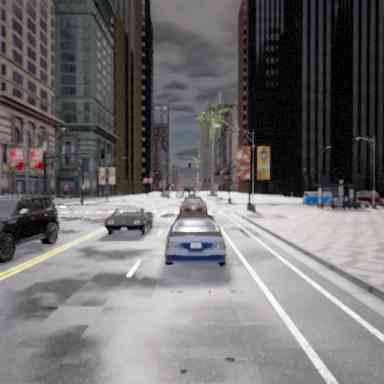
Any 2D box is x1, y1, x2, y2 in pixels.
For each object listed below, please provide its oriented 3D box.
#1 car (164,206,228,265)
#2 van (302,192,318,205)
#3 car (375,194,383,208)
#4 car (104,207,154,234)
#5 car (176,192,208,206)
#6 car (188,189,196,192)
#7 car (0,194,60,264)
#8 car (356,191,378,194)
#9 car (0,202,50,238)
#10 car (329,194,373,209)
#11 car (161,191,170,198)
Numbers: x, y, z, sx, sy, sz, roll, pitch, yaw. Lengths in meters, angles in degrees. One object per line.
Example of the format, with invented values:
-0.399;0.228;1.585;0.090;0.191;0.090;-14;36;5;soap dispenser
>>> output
0.100;1.432;11.218;2.033;1.411;5.357;0;0;0;car
17.057;0.865;45.056;3.998;1.788;1.690;0;1;0;van
22.741;1.211;36.537;4.206;1.307;1.802;0;1;0;car
-3.154;1.422;17.706;1.895;1.301;4.718;0;1;0;car
0.114;1.099;25.327;2.097;1.767;4.553;0;1;0;car
-0.017;0.673;86.490;2.033;1.411;5.357;0;1;0;car
-6.602;1.104;11.748;2.150;2.045;5.566;0;0;0;car
22.734;0.835;45.058;5.009;1.841;2.192;0;1;0;car
-9.839;1.367;17.920;2.033;1.411;5.357;0;1;0;car
17.063;1.184;36.534;4.403;1.369;2.008;0;1;0;car
-6.517;0.544;81.746;2.097;1.767;4.553;0;1;0;car
